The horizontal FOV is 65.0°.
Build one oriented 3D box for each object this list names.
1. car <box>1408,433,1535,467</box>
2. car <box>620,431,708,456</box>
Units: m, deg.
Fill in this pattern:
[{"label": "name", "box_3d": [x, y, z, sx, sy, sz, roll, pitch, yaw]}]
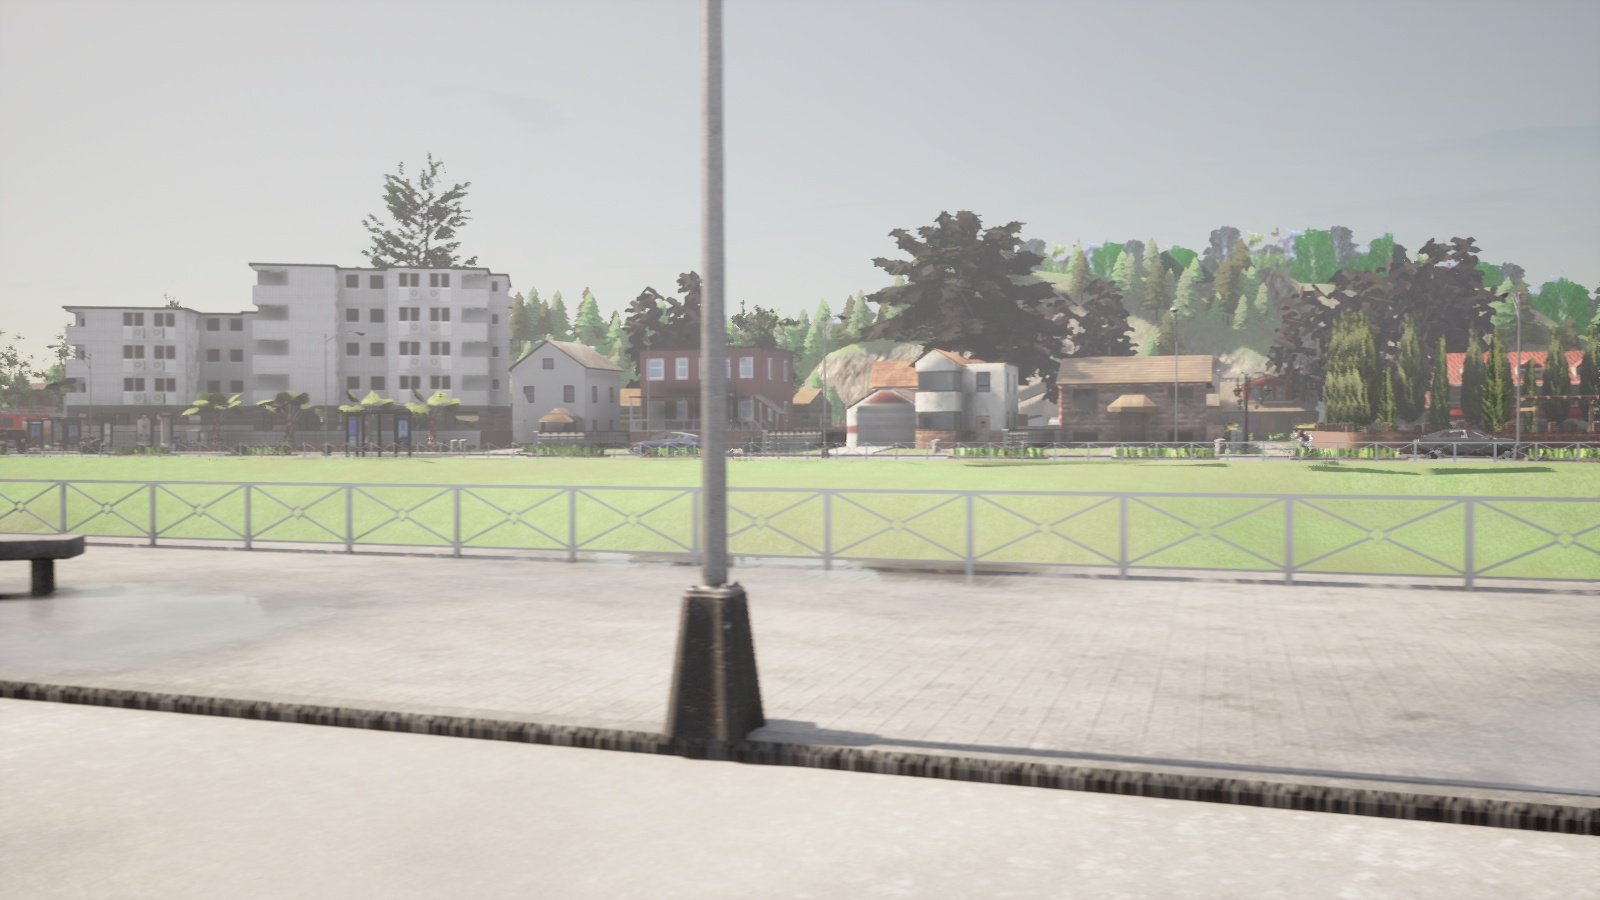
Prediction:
[{"label": "car", "box_3d": [31.102, -0.035, 58.335, 4.902, 1.511, 2.128, 1, 1, 19]}, {"label": "car", "box_3d": [-8.190, -0.418, 75.785, 4.792, 1.488, 2.163, 1, 1, 19]}]
